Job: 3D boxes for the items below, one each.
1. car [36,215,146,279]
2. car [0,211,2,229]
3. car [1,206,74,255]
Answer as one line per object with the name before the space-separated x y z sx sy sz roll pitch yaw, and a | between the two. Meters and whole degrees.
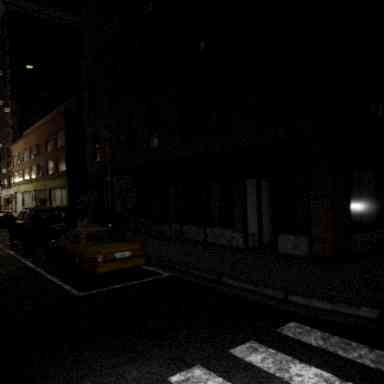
car | -3.222 1.642 10.418 1.752 1.417 4.829 -2 0 -38
car | -13.666 2.039 23.656 1.887 1.381 4.507 -2 0 -38
car | -6.641 1.555 14.742 2.192 1.841 5.009 -2 0 -38
